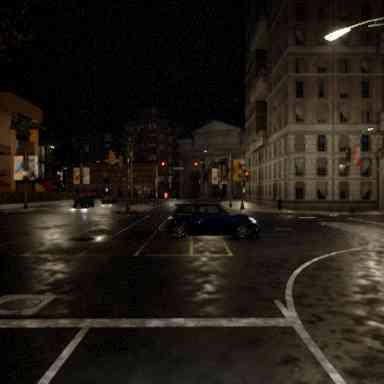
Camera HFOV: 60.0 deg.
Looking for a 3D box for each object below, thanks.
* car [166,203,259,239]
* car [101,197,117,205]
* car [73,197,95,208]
[{"bbox_3d":[1.007,1.348,16.642,4.553,1.767,2.097,0,0,0],"label":"car"},{"bbox_3d":[-15.016,1.536,60.600,2.033,1.411,5.357,0,0,1],"label":"car"},{"bbox_3d":[-15.093,1.496,46.652,1.837,1.490,4.892,0,0,0],"label":"car"}]
